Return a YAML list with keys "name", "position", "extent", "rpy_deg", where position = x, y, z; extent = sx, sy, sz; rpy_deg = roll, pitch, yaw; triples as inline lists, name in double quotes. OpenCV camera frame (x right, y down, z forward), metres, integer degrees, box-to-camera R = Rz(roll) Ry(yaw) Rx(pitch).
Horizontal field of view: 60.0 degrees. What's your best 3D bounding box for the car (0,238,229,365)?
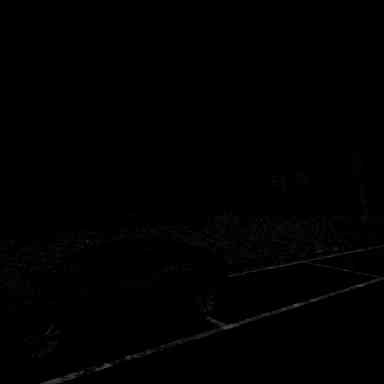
- name: "car"
  position: [-1.274, 1.567, 5.861]
  extent: [4.313, 1.339, 1.947]
  rpy_deg: [0, 0, -36]
